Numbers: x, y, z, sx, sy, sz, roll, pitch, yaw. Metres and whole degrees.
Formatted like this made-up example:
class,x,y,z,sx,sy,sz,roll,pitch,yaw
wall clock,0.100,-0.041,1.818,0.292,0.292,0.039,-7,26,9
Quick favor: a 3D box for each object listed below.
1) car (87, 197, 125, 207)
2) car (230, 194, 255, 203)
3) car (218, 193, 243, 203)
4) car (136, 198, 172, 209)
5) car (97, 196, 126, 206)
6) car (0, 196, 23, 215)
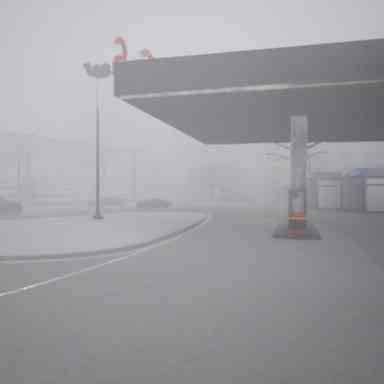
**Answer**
class,x,y,z,sx,sy,sz,roll,pitch,yaw
car,-13.444,1.525,51.311,2.033,1.411,5.357,0,0,36
car,10.373,1.544,66.060,4.181,1.385,1.994,0,0,-13
car,8.215,1.205,69.122,5.566,2.045,2.150,0,0,-16
car,-4.983,1.530,44.456,2.033,1.411,5.357,0,0,39
car,-13.531,1.501,56.090,1.812,1.442,4.674,0,0,42
car,-18.942,1.203,31.264,2.150,2.045,5.566,0,0,36
